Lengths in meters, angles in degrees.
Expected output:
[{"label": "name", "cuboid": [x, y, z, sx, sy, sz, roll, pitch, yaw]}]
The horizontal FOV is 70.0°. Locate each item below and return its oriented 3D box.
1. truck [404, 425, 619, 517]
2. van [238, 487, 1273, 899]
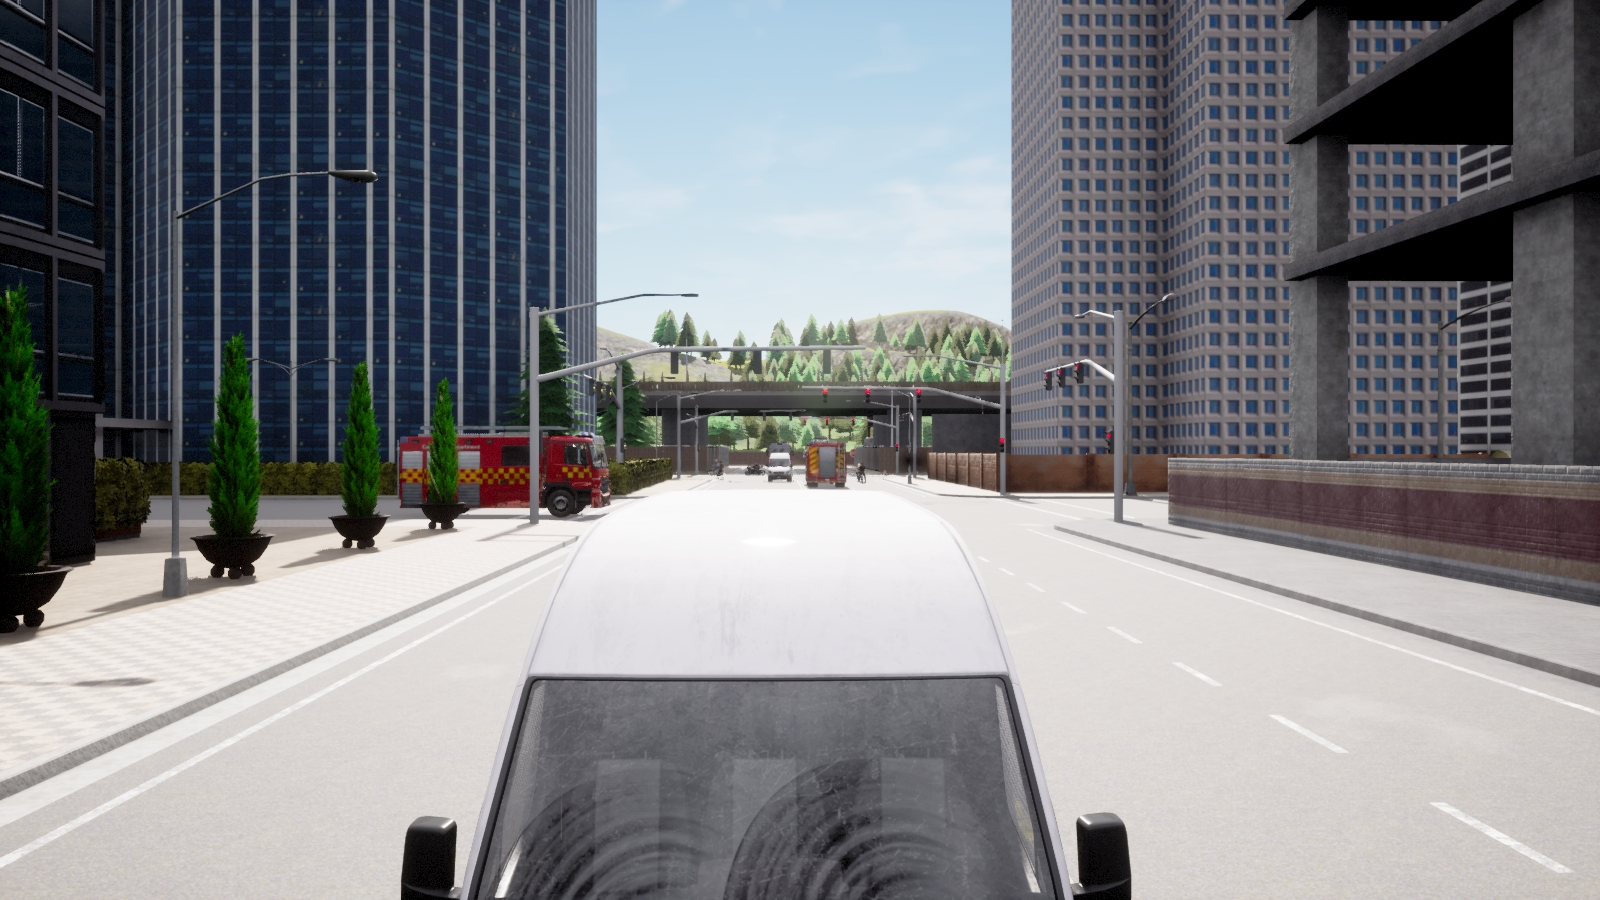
[{"label": "truck", "cuboid": [-12.239, 0.890, 48.946, 8.468, 3.827, 2.891, 0, 0, 0]}, {"label": "van", "cuboid": [-0.128, 1.535, 5.152, 1.988, 2.561, 5.915, 0, 0, -1]}]
